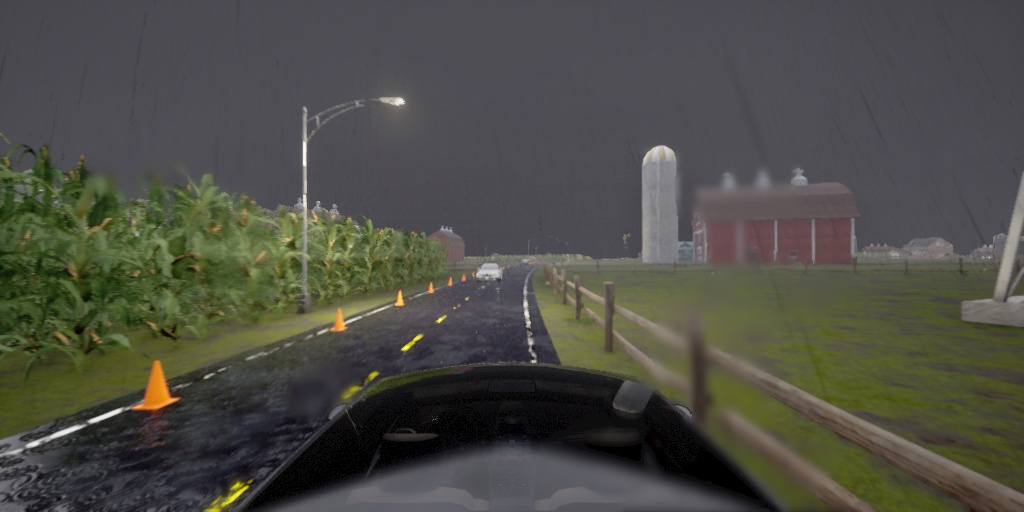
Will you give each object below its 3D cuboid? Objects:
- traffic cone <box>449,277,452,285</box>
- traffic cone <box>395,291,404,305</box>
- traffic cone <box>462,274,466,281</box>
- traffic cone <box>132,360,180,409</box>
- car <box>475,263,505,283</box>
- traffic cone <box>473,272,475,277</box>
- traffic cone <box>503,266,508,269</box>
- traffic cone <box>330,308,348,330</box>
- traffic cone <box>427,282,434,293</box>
[{"bbox_3d":[-4.285,1.745,24.963,0.340,0.580,0.340,0,0,3],"label":"traffic cone"},{"bbox_3d":[-4.658,1.730,14.919,0.340,0.580,0.340,0,0,2],"label":"traffic cone"},{"bbox_3d":[-4.019,1.752,29.983,0.340,0.580,0.340,0,0,3],"label":"traffic cone"},{"bbox_3d":[-4.819,1.716,4.866,0.340,0.580,0.340,0,0,0],"label":"traffic cone"},{"bbox_3d":[-1.702,1.316,28.528,1.812,1.442,4.674,0,0,3],"label":"car"},{"bbox_3d":[-3.700,1.759,34.999,0.340,0.580,0.340,0,0,4],"label":"traffic cone"},{"bbox_3d":[-1.306,1.798,60.013,0.340,0.580,0.340,0,0,7],"label":"traffic cone"},{"bbox_3d":[-4.765,1.723,9.892,0.340,0.580,0.340,0,0,1],"label":"traffic cone"},{"bbox_3d":[-4.498,1.737,19.941,0.340,0.580,0.340,0,0,2],"label":"traffic cone"}]
